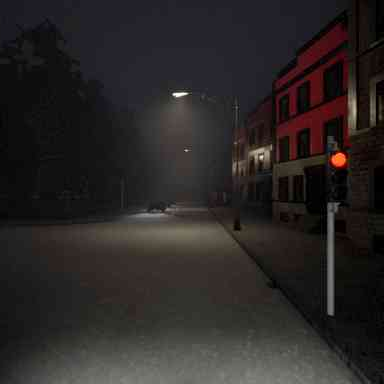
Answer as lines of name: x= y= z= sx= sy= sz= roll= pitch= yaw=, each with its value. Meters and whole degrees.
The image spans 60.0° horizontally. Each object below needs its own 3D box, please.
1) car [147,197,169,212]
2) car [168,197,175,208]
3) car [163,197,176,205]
car: x=-4.056 y=1.601 z=38.731 sx=1.895 sy=1.301 sz=4.718 roll=0 pitch=0 yaw=0
car: x=-4.039 y=1.492 z=49.152 sx=2.128 sy=1.511 sz=4.902 roll=0 pitch=0 yaw=0
car: x=-3.998 y=1.601 z=59.614 sx=1.895 sy=1.301 sz=4.718 roll=0 pitch=0 yaw=0
